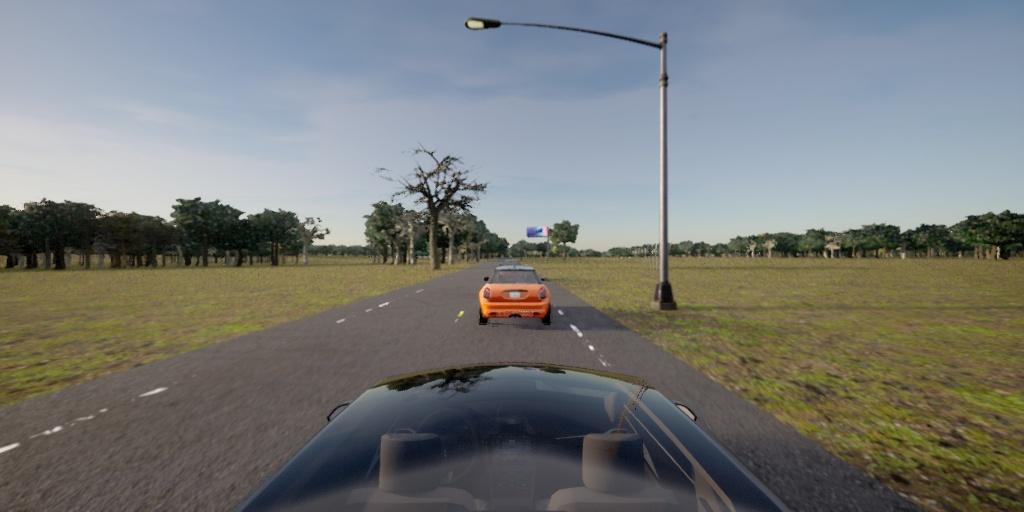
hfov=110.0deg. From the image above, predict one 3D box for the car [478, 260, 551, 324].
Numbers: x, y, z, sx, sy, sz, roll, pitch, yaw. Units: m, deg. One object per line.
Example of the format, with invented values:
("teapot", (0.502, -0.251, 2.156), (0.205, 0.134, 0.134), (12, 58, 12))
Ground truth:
("car", (0.075, 1.105, 12.100), (2.097, 1.767, 4.553), (0, 0, 0))
